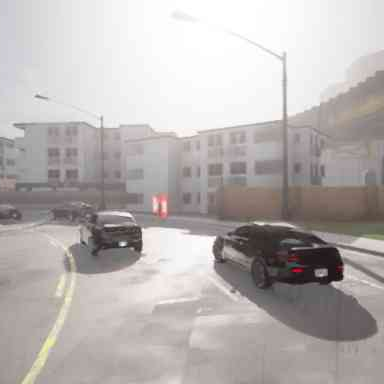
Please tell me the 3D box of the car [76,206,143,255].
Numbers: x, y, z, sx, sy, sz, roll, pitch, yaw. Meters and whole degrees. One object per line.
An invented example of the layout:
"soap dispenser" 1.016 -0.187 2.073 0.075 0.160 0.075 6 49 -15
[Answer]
"car" -3.387 1.524 13.558 1.837 1.490 4.892 0 0 -25

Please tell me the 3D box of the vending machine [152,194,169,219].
"vending machine" -2.712 1.197 28.553 1.100 2.100 0.880 -1 0 -45

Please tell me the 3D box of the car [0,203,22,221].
"car" -15.548 1.642 26.746 4.674 1.442 1.812 0 0 32

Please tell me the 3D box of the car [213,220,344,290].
"car" 2.054 1.500 9.080 1.812 1.442 4.674 0 0 -15

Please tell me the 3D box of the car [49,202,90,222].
"car" -9.715 1.569 26.852 4.892 1.490 1.837 0 -1 40
